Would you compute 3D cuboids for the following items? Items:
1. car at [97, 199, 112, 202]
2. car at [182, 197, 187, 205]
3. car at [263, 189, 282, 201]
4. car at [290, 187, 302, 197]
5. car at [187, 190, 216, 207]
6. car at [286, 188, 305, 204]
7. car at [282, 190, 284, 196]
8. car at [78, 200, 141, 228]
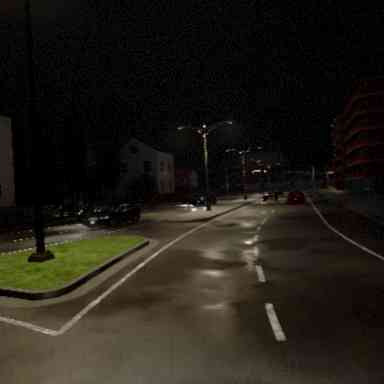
[{"bbox_3d":[-7.432,1.515,27.697,2.097,1.767,4.553,-3,0,19],"label":"car"},{"bbox_3d":[0.113,1.133,51.084,2.033,1.411,5.357,-3,0,18],"label":"car"},{"bbox_3d":[11.325,0.520,47.930,2.128,1.511,4.902,-3,0,18],"label":"car"},{"bbox_3d":[19.585,-0.038,62.509,1.882,1.535,5.008,-3,1,18],"label":"car"},{"bbox_3d":[1.630,0.779,44.466,2.150,2.045,5.566,-3,1,18],"label":"car"},{"bbox_3d":[11.997,0.547,38.498,1.882,1.535,5.008,-3,0,18],"label":"car"},{"bbox_3d":[17.384,0.113,67.313,1.994,1.385,4.181,-3,0,18],"label":"car"},{"bbox_3d":[-5.355,1.583,23.155,2.128,1.511,4.902,-3,1,21],"label":"car"}]
